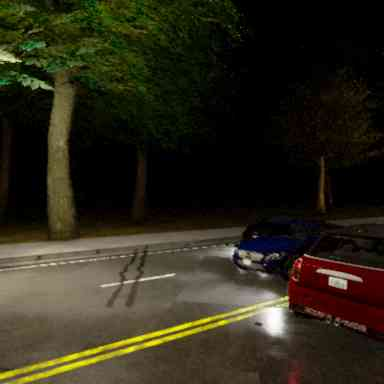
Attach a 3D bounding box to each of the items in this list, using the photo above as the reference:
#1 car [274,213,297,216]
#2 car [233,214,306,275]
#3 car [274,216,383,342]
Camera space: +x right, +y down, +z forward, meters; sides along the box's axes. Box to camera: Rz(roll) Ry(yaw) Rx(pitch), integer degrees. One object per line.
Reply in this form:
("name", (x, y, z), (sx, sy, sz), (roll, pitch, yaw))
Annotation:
("car", (4.200, 1.656, 14.666), (4.181, 1.385, 1.994), (1, 0, -36))
("car", (3.342, 1.592, 10.063), (4.674, 1.442, 1.812), (1, 0, -36))
("car", (3.926, 1.404, 6.240), (4.553, 1.767, 2.097), (1, 0, -35))
